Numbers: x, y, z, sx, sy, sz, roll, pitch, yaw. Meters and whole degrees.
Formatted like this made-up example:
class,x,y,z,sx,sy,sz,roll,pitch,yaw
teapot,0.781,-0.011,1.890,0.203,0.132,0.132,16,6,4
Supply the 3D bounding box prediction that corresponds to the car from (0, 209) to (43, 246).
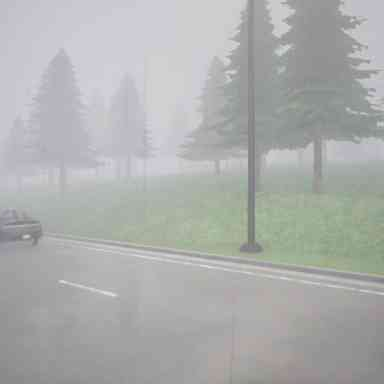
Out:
class,x,y,z,sx,sy,sz,roll,pitch,yaw
car,-8.269,1.492,14.066,4.902,1.511,2.128,0,0,36
